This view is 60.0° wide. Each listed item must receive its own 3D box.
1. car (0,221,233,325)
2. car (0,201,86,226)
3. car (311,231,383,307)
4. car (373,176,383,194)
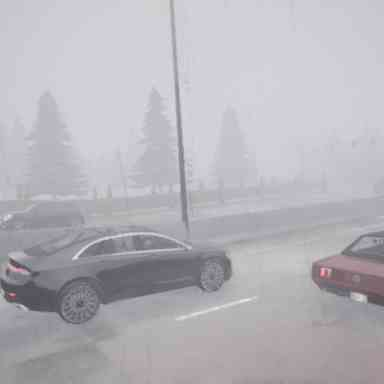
[{"bbox_3d":[-1.272,1.478,7.137,4.902,1.511,2.128,-1,0,-35],"label":"car"},{"bbox_3d":[-8.665,1.331,19.305,4.553,1.767,2.097,-1,0,-35],"label":"car"},{"bbox_3d":[4.731,1.498,7.119,4.718,1.301,1.895,-2,1,-35],"label":"car"},{"bbox_3d":[22.307,-0.970,36.871,5.566,2.045,2.150,-5,3,-35],"label":"car"}]
